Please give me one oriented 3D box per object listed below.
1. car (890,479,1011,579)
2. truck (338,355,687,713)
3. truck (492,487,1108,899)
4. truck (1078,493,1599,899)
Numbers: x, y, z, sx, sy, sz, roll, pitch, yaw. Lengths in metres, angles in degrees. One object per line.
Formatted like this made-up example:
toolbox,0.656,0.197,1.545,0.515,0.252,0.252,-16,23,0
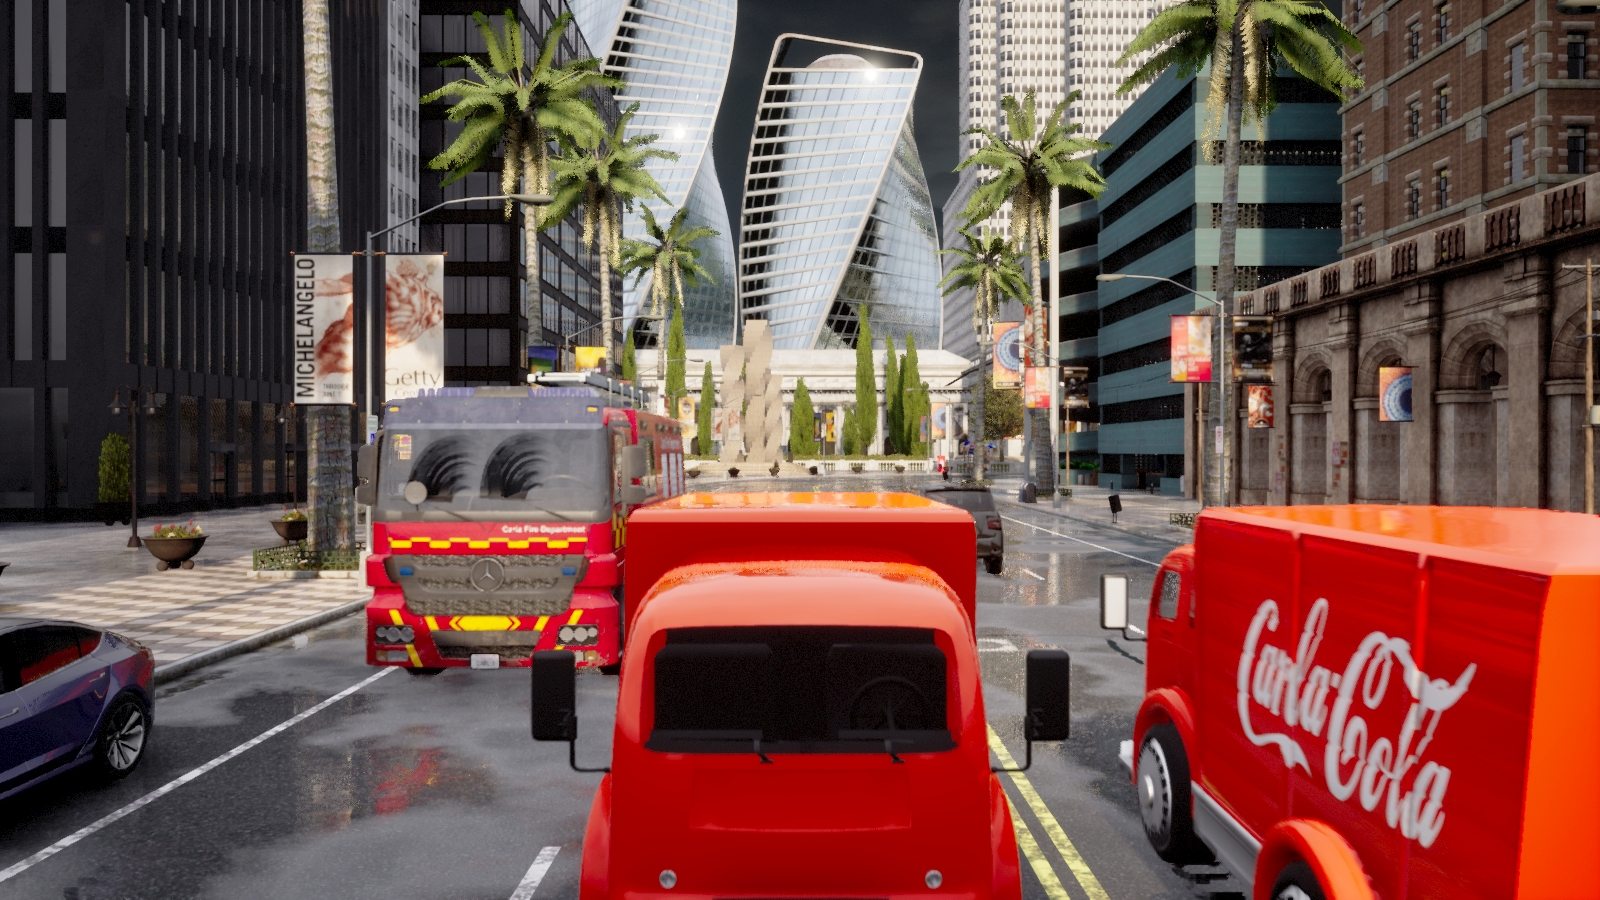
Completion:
car,3.487,1.789,27.626,2.150,2.045,5.566,0,0,0
truck,-3.491,0.897,16.436,2.891,3.827,8.468,0,0,0
truck,-0.002,1.568,7.478,2.627,2.467,5.204,0,0,0
truck,3.500,1.571,6.370,2.627,2.467,5.204,0,0,0
